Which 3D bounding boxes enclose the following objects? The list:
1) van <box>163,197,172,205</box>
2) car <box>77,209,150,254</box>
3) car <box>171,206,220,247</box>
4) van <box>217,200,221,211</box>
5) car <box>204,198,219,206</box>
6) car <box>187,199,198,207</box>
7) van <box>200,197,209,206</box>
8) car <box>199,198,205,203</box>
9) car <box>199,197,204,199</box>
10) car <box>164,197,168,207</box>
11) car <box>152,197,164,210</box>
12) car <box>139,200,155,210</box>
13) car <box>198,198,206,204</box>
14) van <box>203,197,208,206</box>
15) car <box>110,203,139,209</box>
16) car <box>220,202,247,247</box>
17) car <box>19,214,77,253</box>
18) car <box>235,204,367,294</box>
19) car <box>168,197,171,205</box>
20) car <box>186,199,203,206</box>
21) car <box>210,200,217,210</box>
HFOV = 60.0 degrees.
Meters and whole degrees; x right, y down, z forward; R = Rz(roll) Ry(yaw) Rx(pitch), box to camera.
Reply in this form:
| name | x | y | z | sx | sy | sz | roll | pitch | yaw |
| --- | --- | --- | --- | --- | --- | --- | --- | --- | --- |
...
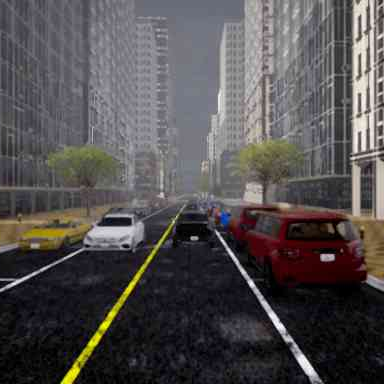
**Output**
| name | x | y | z | sx | sy | sz | roll | pitch | yaw |
| --- | --- | --- | --- | --- | --- | --- | --- | --- | --- |
| van | -5.695 | 2.012 | 77.161 | 1.690 | 1.788 | 3.998 | -1 | 0 | 0 |
| car | -3.097 | 1.652 | 14.157 | 1.812 | 1.442 | 4.674 | 0 | -1 | 0 |
| car | 0.062 | 1.645 | 15.841 | 1.837 | 1.490 | 4.892 | 0 | -1 | -1 |
| van | 2.683 | 1.521 | 20.325 | 1.690 | 1.788 | 3.998 | -1 | -1 | 0 |
| car | 2.684 | 1.769 | 37.374 | 1.967 | 1.590 | 4.097 | -1 | 0 | 0 |
| car | 0.104 | 2.040 | 61.481 | 1.837 | 1.490 | 4.892 | 0 | -1 | 0 |
| van | 2.685 | 1.963 | 71.477 | 1.690 | 1.788 | 3.998 | -1 | 0 | 0 |
| car | 2.800 | 2.392 | 94.207 | 1.802 | 1.307 | 4.206 | -1 | 0 | 0 |
| car | 2.686 | 2.076 | 60.107 | 2.008 | 1.369 | 4.403 | -1 | 0 | 0 |
| car | -5.697 | 1.791 | 54.426 | 2.192 | 1.841 | 5.009 | -1 | 0 | 0 |
| car | -5.695 | 1.867 | 48.742 | 1.967 | 1.590 | 4.097 | -1 | 0 | 0 |
| car | -5.695 | 1.880 | 37.374 | 2.008 | 1.369 | 4.403 | -1 | 0 | 0 |
| car | 2.741 | 2.330 | 88.524 | 1.947 | 1.339 | 4.313 | -1 | 0 | 0 |
| van | 2.683 | 1.719 | 43.058 | 1.690 | 1.788 | 3.998 | -1 | 0 | 0 |
| car | -5.696 | 1.796 | 26.007 | 1.947 | 1.339 | 4.313 | -1 | -1 | 0 |
| car | 2.682 | 1.445 | 14.642 | 2.192 | 1.841 | 5.009 | -1 | -1 | 0 |
| car | -5.696 | 1.655 | 14.470 | 1.752 | 1.417 | 4.829 | -1 | -1 | 0 |
| car | 2.682 | 1.395 | 8.958 | 2.192 | 1.841 | 5.009 | -1 | -1 | 0 |
| car | -5.694 | 2.205 | 71.475 | 1.802 | 1.307 | 4.206 | -1 | 0 | 0 |
| car | 0.106 | 1.955 | 44.584 | 1.994 | 1.385 | 4.181 | 0 | -1 | 0 |
| car | 2.684 | 1.670 | 26.008 | 1.967 | 1.590 | 4.097 | -1 | 0 | 0 |
